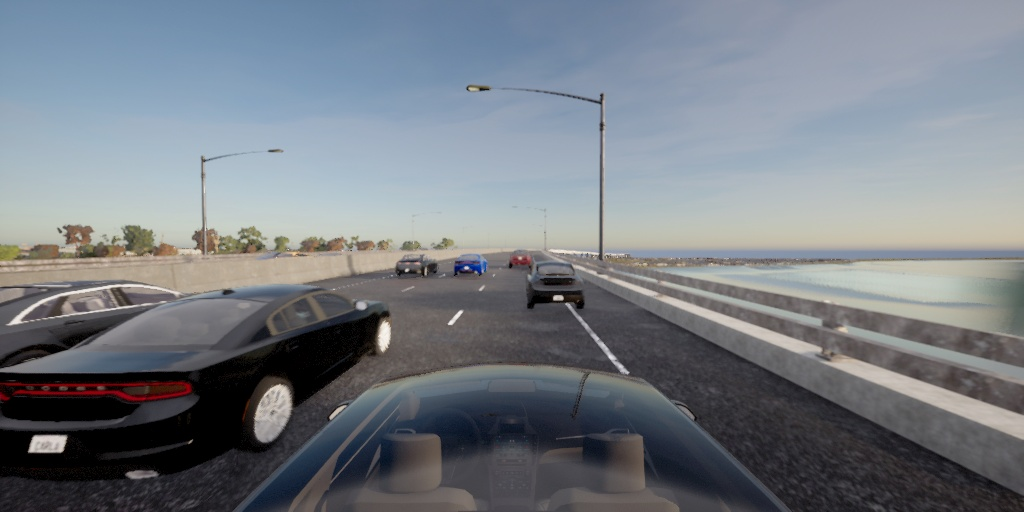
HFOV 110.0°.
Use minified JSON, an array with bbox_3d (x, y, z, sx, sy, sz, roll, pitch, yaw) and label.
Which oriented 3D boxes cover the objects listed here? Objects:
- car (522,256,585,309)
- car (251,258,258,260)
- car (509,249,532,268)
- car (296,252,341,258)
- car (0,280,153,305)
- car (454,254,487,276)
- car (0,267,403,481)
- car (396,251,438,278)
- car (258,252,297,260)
[{"bbox_3d":[1.426,0.934,13.037,1.837,1.490,4.892,0,2,1],"label":"car"},{"bbox_3d":[-23.779,0.369,35.659,1.812,1.442,4.674,0,2,2],"label":"car"},{"bbox_3d":[0.831,0.171,34.987,2.097,1.767,4.553,0,2,2],"label":"car"},{"bbox_3d":[-16.880,0.454,32.919,2.033,1.411,5.357,0,2,2],"label":"car"},{"bbox_3d":[-6.824,1.135,5.850,2.128,1.511,4.902,0,2,1],"label":"car"},{"bbox_3d":[-2.888,0.555,25.856,1.882,1.535,5.008,0,2,2],"label":"car"},{"bbox_3d":[-3.337,1.137,5.076,1.882,1.535,5.008,0,2,1],"label":"car"},{"bbox_3d":[-6.423,0.610,24.619,2.128,1.511,4.902,0,2,2],"label":"car"},{"bbox_3d":[-20.372,0.388,32.993,1.882,1.535,5.008,0,2,2],"label":"car"}]
